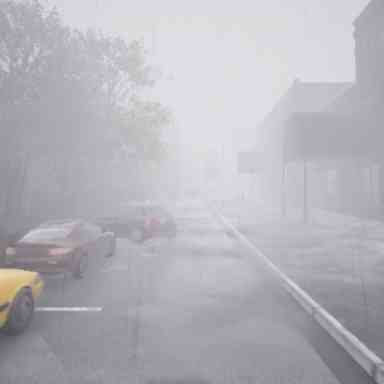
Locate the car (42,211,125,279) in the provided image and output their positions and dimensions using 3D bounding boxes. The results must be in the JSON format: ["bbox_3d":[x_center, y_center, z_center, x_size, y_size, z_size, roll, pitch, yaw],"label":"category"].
[{"bbox_3d":[-3.653,1.533,9.951,2.002,1.452,4.674,0,0,2],"label":"car"}]

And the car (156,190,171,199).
[{"bbox_3d":[-3.637,0.966,34.228,1.946,1.575,5.366,1,2,2],"label":"car"}]

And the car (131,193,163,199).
[{"bbox_3d":[-3.633,1.193,23.209,2.185,1.767,4.553,2,1,2],"label":"car"}]

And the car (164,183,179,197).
[{"bbox_3d":[-3.665,0.013,51.078,2.185,1.767,4.553,0,3,2],"label":"car"}]

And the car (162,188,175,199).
[{"bbox_3d":[-3.642,0.737,39.963,2.231,1.521,4.892,1,3,2],"label":"car"}]

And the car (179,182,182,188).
[{"bbox_3d":[-3.665,-0.503,62.234,2.231,1.521,4.892,0,3,2],"label":"car"}]

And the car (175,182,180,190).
[{"bbox_3d":[-3.666,-0.307,56.639,2.185,1.767,4.553,0,3,2],"label":"car"}]

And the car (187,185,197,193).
[{"bbox_3d":[-0.013,-0.672,66.570,2.033,1.411,5.357,0,3,0],"label":"car"}]

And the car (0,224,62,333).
[{"bbox_3d":[-3.645,1.487,3.814,1.946,1.575,5.366,0,1,2],"label":"car"}]

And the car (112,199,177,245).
[{"bbox_3d":[-2.953,1.378,15.737,4.553,1.767,2.097,-2,-1,38],"label":"car"}]

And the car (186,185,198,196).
[{"bbox_3d":[-0.011,-0.152,56.103,1.882,1.535,5.008,0,3,0],"label":"car"}]

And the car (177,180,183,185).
[{"bbox_3d":[-3.660,-1.165,73.548,1.946,1.575,5.366,0,3,2],"label":"car"}]

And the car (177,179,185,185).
[{"bbox_3d":[-3.668,-1.777,84.517,2.163,1.488,4.792,0,3,2],"label":"car"}]
